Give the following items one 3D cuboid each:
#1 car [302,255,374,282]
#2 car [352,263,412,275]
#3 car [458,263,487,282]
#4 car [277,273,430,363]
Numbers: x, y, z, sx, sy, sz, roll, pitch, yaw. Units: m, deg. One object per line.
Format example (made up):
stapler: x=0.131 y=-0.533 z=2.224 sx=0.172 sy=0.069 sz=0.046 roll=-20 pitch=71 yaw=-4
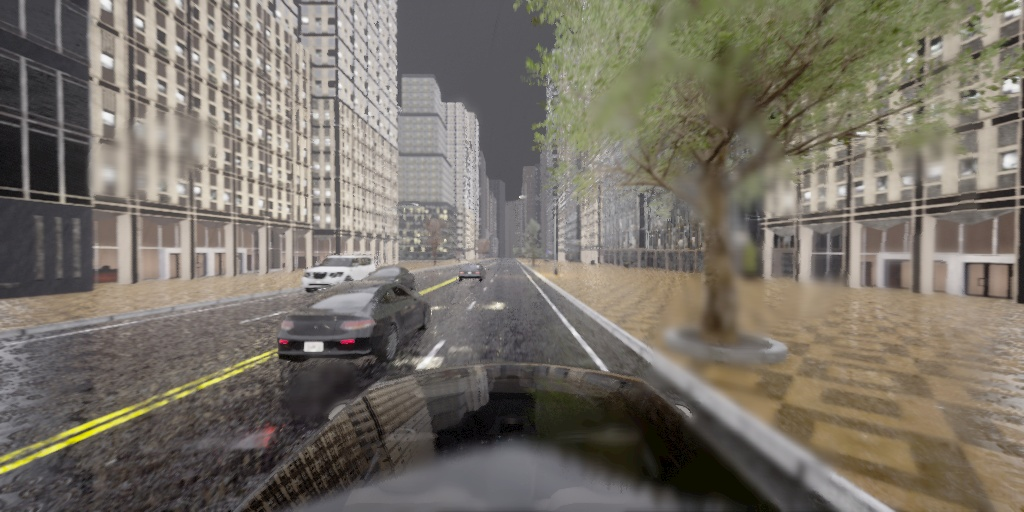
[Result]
car: x=-9.749 y=0.963 z=20.828 sx=2.150 sy=2.045 sz=5.566 roll=0 pitch=0 yaw=0
car: x=-6.518 y=1.276 z=19.287 sx=1.812 sy=1.442 sz=4.674 roll=0 pitch=0 yaw=1
car: x=-3.144 y=1.297 z=29.076 sx=2.033 sy=1.411 sz=5.357 roll=0 pitch=0 yaw=0
car: x=-3.150 y=1.276 z=8.001 sx=1.812 sy=1.442 sz=4.674 roll=0 pitch=0 yaw=0
